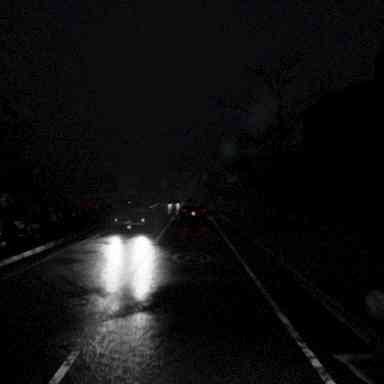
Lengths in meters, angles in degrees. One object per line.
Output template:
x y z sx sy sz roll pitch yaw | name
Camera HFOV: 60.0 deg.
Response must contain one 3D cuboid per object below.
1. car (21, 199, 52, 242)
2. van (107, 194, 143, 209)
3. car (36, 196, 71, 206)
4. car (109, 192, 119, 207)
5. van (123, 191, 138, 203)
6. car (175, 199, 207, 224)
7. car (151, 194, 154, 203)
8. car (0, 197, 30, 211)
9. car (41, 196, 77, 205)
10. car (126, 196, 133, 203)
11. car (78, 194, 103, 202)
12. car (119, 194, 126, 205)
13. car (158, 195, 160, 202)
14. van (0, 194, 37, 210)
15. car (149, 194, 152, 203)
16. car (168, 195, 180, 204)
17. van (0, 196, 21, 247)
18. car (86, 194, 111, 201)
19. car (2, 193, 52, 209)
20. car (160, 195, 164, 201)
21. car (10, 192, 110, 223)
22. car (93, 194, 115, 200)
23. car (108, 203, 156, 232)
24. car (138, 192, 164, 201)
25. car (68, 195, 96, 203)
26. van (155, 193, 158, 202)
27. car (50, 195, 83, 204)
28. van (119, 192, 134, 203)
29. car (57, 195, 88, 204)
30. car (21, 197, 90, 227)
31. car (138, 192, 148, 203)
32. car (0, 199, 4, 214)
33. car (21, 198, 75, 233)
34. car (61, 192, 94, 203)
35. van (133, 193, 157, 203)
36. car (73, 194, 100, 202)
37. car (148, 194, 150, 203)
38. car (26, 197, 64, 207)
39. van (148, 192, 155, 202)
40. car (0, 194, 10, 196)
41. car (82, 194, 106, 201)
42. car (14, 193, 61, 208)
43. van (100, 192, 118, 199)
-8.938 1.338 14.417 4.553 1.767 2.185 0 0 0 | car
-9.068 1.221 45.251 4.442 1.987 1.878 0 0 0 | van
-22.013 1.452 52.978 4.792 1.488 2.163 0 0 0 | car
-8.895 1.206 25.630 5.566 2.045 2.435 0 0 0 | car
-9.060 1.224 39.646 4.442 1.987 1.878 0 0 0 | van
0.097 1.485 24.798 2.163 1.488 4.792 0 0 0 | car
-8.993 1.448 53.671 4.792 1.488 2.163 0 0 0 | car
-22.208 1.447 39.092 5.366 1.575 1.946 0 0 0 | car
-22.231 1.401 55.750 5.366 1.575 1.946 0 0 0 | car
-8.929 1.454 34.040 4.892 1.521 2.231 0 0 0 | car
-22.077 1.273 72.407 4.892 1.521 2.231 0 0 0 | car
-8.962 1.329 31.237 4.553 1.767 2.185 0 0 0 | car
-8.971 1.359 62.082 5.008 1.535 2.097 0 0 0 | car
-22.143 1.223 41.866 4.442 1.987 1.878 0 0 0 | van
-8.957 1.470 50.863 4.674 1.452 2.002 0 0 0 | car
-3.292 1.362 61.483 1.837 1.490 4.892 0 0 1 | car
-8.786 1.239 11.614 4.442 1.987 1.878 0 0 0 | van
-21.893 1.222 77.957 5.366 1.575 1.946 0 0 0 | car
-22.059 1.196 44.643 5.566 2.045 2.435 0 0 0 | car
-8.803 1.285 70.492 5.366 1.575 1.946 0 0 0 | car
-8.891 1.208 22.827 5.566 2.045 2.435 0 0 0 | car
-22.058 1.208 83.509 4.792 1.488 2.163 0 0 0 | car
-3.352 1.585 20.007 1.895 1.301 4.718 0 0 0 | car
-8.964 1.013 73.293 5.566 2.045 2.435 0 0 0 | car
-22.068 1.318 66.855 5.008 1.535 2.097 0 0 0 | car
-8.856 1.155 59.274 4.442 1.987 1.878 0 0 0 | van
-22.045 1.386 58.527 5.008 1.535 2.097 0 0 0 | car
-9.056 1.225 36.843 4.442 1.987 1.878 0 0 0 | van
-22.049 1.366 61.305 4.892 1.521 2.231 0 0 0 | car
-8.884 1.335 20.024 4.553 1.767 2.185 0 0 0 | car
-8.920 1.197 42.451 5.566 2.045 2.435 0 0 0 | car
-21.986 1.483 33.541 4.792 1.488 2.163 0 0 0 | car
-8.879 1.336 17.220 4.553 1.767 2.185 0 0 0 | car
-22.030 1.091 64.077 5.566 2.045 2.435 0 0 0 | car
-9.097 1.109 64.883 4.442 1.987 1.878 0 0 0 | van
-22.072 1.295 69.631 5.008 1.535 2.097 0 0 0 | car
-8.962 1.440 48.059 4.892 1.521 2.231 0 0 0 | car
-22.067 1.462 50.195 4.792 1.488 2.163 0 0 0 | car
-9.085 1.174 56.472 4.442 1.987 1.878 0 0 0 | van
-22.047 1.200 36.316 5.566 2.045 2.435 0 0 0 | car
-22.104 1.278 75.182 4.792 1.488 2.163 0 0 0 | car
-22.006 1.189 47.419 5.566 2.045 2.435 0 0 0 | car
-22.212 0.906 89.056 4.442 1.987 1.878 0 0 0 | van
